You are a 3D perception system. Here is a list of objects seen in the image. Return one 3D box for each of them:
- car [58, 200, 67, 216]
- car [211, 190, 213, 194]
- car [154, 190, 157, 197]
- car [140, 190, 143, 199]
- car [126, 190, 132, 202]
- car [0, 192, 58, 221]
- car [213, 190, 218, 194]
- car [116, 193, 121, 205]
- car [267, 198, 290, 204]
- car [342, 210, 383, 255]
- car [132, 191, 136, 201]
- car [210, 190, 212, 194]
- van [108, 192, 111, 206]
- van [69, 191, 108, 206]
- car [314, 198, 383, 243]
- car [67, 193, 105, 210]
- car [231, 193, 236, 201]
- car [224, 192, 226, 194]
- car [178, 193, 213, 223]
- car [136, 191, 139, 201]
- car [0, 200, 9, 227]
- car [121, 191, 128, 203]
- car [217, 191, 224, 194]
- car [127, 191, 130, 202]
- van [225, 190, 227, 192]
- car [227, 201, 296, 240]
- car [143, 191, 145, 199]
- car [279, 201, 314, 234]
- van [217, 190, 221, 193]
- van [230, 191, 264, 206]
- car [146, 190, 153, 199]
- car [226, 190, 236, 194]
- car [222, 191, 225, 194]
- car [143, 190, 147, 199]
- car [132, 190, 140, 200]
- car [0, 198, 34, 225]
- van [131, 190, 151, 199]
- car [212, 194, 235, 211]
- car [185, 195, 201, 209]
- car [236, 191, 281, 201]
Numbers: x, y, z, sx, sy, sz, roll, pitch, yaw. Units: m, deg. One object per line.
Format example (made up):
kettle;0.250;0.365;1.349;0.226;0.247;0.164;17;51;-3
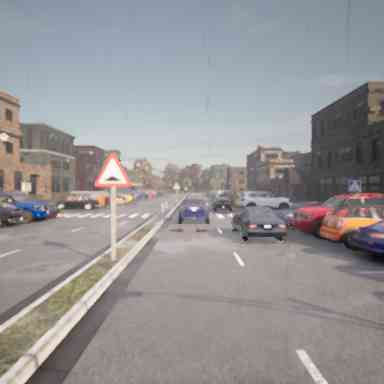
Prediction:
car;-12.543;1.296;25.387;4.792;1.488;2.163;0;0;0
car;7.717;0.831;79.421;4.892;1.521;2.231;0;0;0
car;-12.437;0.538;83.745;5.566;2.045;2.435;0;0;0
car;-12.470;0.792;64.295;4.553;1.767;2.185;0;0;0
car;-12.553;0.889;53.179;4.553;1.767;2.185;0;1;0
car;-12.549;1.039;22.604;5.566;2.045;2.435;0;0;0
car;7.740;0.656;68.391;5.566;2.045;2.435;0;0;0
car;-12.539;1.133;44.843;4.674;1.452;2.002;0;1;0
car;7.634;1.359;21.515;4.792;1.488;2.163;0;0;0
car;7.649;1.445;10.613;4.674;1.452;2.002;0;0;0
car;-12.512;0.989;55.961;5.008;1.535;2.097;0;1;0
car;7.726;0.838;84.935;4.674;1.452;2.002;0;0;0
van;-12.658;0.893;42.061;4.442;1.987;1.878;0;1;0
van;-12.664;0.918;39.282;4.442;1.987;1.878;0;1;0
car;7.623;1.262;13.240;4.553;1.767;2.185;0;0;0
car;-12.546;1.170;36.504;4.892;1.521;2.231;0;1;0
car;7.678;1.165;40.694;5.008;1.535;2.097;0;1;0
car;7.697;1.082;49.092;5.008;1.535;2.097;0;1;0
car;0.132;1.182;23.945;2.097;1.767;4.553;0;0;0
car;-12.517;0.965;58.738;4.892;1.521;2.231;0;1;0
car;-12.593;1.336;17.048;5.008;1.535;2.097;0;0;0
car;-12.346;1.064;47.621;5.366;1.575;1.946;0;1;0
car;7.515;0.999;57.364;5.366;1.575;1.946;0;1;0
car;-12.521;1.040;50.401;5.008;1.535;2.097;0;1;0
van;7.811;0.829;51.847;4.442;1.987;1.878;0;1;0
car;3.116;1.422;16.195;2.033;1.411;5.357;0;1;0
car;-12.494;0.935;67.075;4.674;1.452;2.002;0;0;0
car;7.662;1.390;18.757;4.674;1.452;2.002;0;0;0
van;7.825;0.704;65.633;4.442;1.987;1.878;0;0;0
van;7.572;0.884;46.332;4.442;1.987;1.878;0;1;0
car;-12.453;0.586;75.410;5.566;2.045;2.435;0;0;0
car;7.714;0.886;43.574;5.566;2.045;2.435;0;1;0
car;7.695;1.068;54.607;4.674;1.452;2.002;0;1;0
car;-12.485;0.876;69.854;4.892;1.521;2.231;0;0;0
car;-12.475;0.814;61.514;4.553;1.767;2.185;0;1;0
car;-12.576;1.314;19.827;4.892;1.521;2.231;0;0;0
van;-12.354;0.579;80.968;4.442;1.987;1.878;0;0;0
car;3.137;1.237;35.672;1.837;1.490;4.892;0;1;0
car;0.144;1.158;41.172;1.882;1.535;5.008;0;1;0
car;7.711;1.065;37.936;4.553;1.767;2.185;0;1;0
